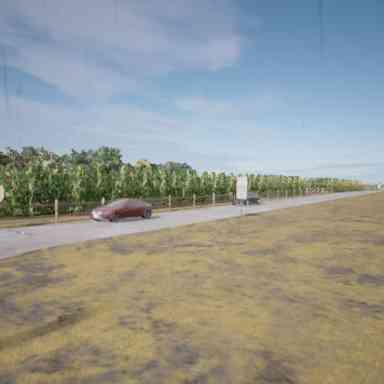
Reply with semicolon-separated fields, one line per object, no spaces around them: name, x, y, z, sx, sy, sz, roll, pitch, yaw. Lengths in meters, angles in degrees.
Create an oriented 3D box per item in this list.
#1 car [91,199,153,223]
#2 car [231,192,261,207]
car;-4.609;1.197;22.501;1.812;1.442;4.674;1;2;36
car;6.160;0.782;37.537;1.837;1.490;4.892;1;2;36
